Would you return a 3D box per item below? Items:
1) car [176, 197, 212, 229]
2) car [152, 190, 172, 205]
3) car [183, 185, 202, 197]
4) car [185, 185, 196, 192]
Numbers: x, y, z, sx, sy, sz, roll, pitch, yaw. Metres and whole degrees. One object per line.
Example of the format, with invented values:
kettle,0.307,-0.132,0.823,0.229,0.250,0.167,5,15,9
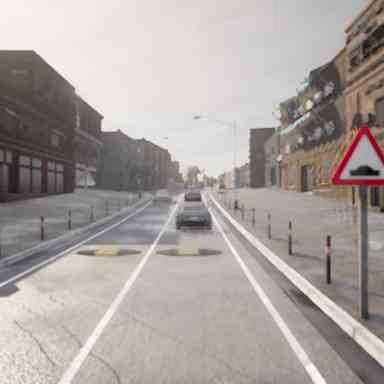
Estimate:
car,0.099,1.253,19.213,1.994,1.385,4.181,0,2,0
car,-3.085,0.497,35.249,1.812,1.442,4.674,0,3,0
car,0.100,0.383,36.729,2.128,1.511,4.902,0,3,0
car,-0.248,-0.864,75.924,1.882,1.535,5.008,0,1,8
